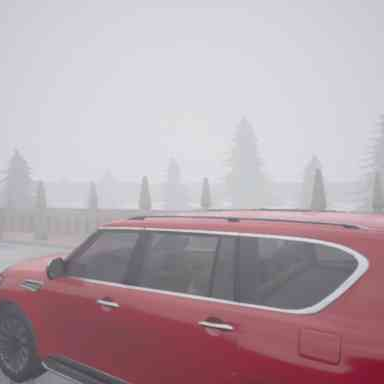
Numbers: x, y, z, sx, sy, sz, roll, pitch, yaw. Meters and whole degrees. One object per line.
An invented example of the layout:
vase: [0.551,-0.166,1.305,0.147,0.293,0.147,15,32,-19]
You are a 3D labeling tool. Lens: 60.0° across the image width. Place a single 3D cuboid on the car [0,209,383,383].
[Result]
car: [-0.107,1.231,3.869,5.566,2.045,2.150,-1,0,34]
